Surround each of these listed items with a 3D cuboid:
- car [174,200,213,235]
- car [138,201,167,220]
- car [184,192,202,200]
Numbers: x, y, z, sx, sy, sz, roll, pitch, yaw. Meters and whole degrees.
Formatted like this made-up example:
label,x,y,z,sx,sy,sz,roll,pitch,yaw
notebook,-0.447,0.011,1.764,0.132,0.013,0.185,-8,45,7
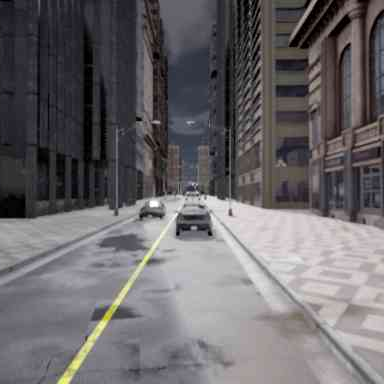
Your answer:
label,x,y,z,sx,sy,sz,roll,pitch,yaw
car,0.097,1.415,18.034,1.837,1.490,4.892,0,1,0
car,-3.099,1.411,27.160,2.033,1.411,5.357,0,0,0
car,0.096,1.020,43.182,2.150,2.045,5.566,0,0,0
